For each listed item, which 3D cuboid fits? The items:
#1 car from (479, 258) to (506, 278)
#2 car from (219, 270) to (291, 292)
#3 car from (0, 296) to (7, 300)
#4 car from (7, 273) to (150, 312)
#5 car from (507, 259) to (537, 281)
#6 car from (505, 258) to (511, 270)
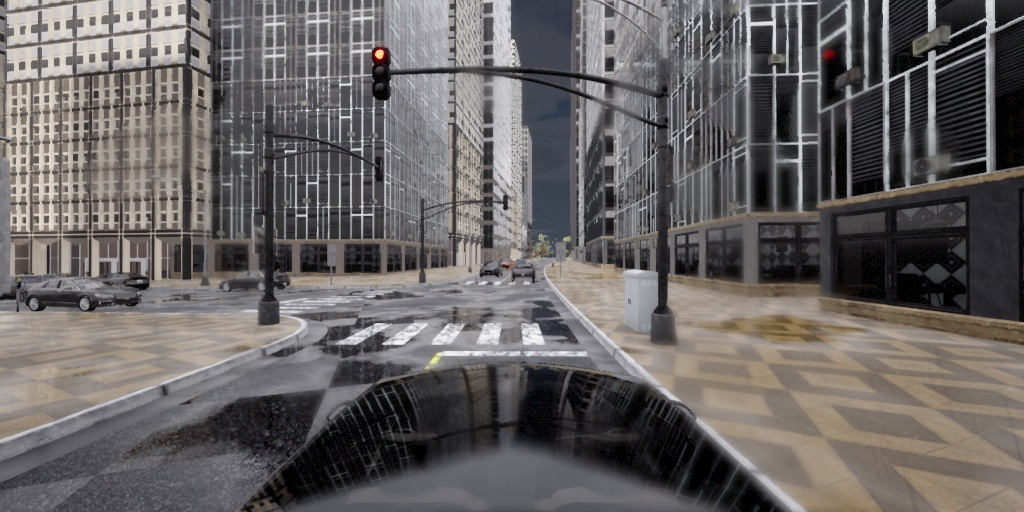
[{"bbox_3d":[-1.924,1.236,34.205,1.837,1.490,4.892,0,0,4],"label":"car"},{"bbox_3d":[-16.815,1.609,23.505,4.403,1.370,2.007,0,0,9],"label":"car"},{"bbox_3d":[-25.888,1.722,19.084,5.357,1.411,2.033,-1,0,9],"label":"car"},{"bbox_3d":[-18.127,1.566,15.228,4.403,1.370,2.007,0,0,9],"label":"car"},{"bbox_3d":[1.017,1.226,30.127,2.128,1.511,4.902,0,0,3],"label":"car"},{"bbox_3d":[-0.875,1.066,47.190,2.097,1.767,4.553,0,0,6],"label":"car"}]
